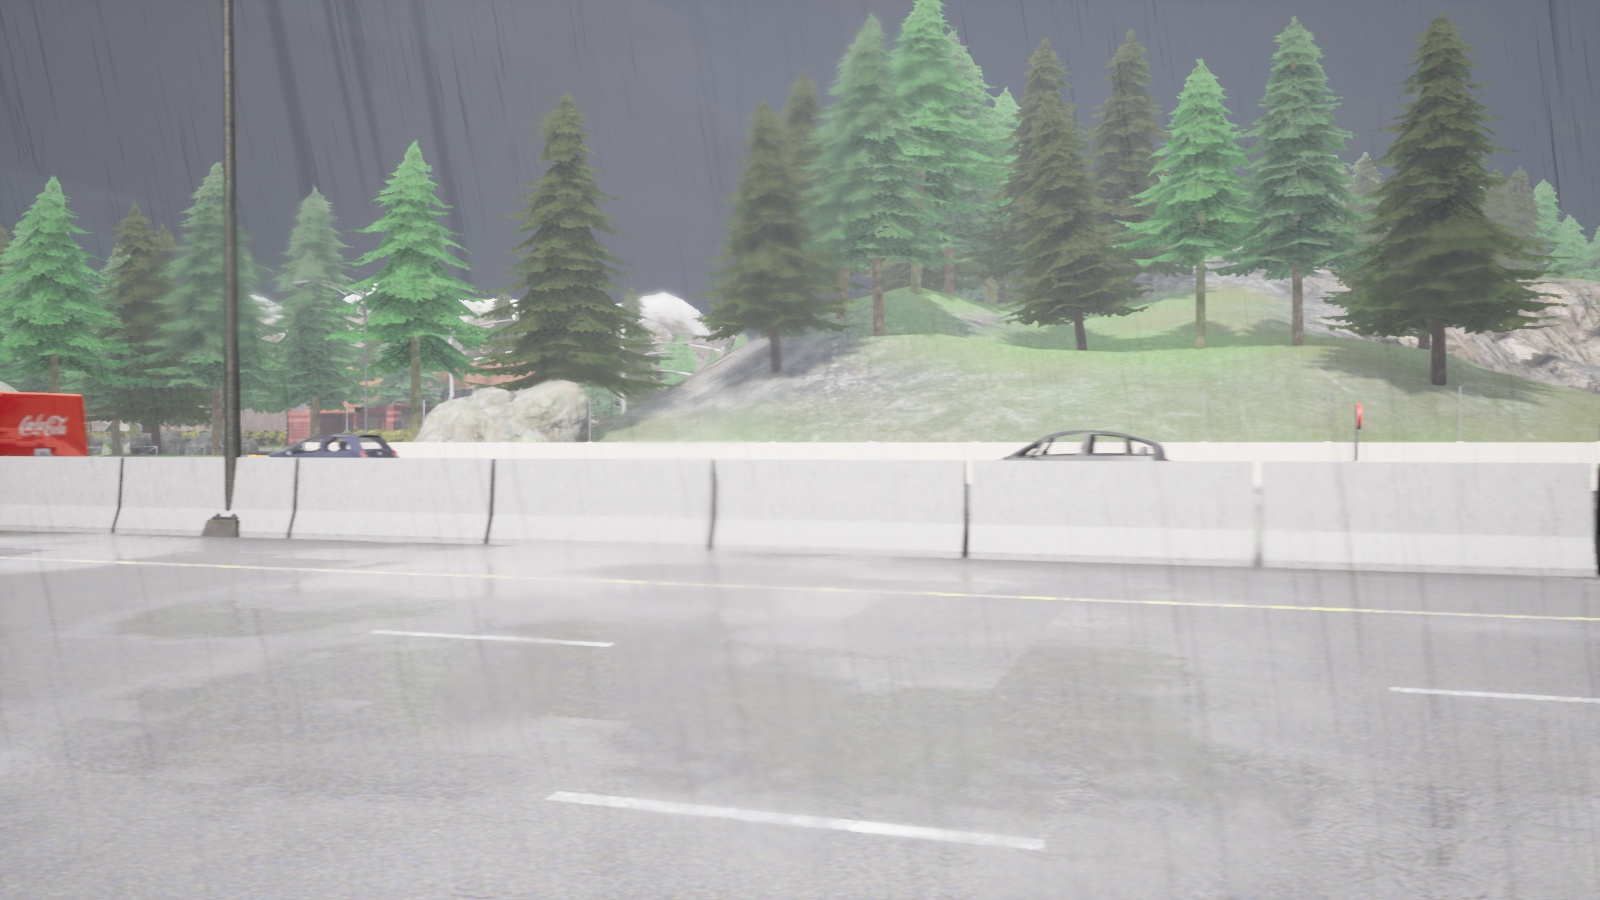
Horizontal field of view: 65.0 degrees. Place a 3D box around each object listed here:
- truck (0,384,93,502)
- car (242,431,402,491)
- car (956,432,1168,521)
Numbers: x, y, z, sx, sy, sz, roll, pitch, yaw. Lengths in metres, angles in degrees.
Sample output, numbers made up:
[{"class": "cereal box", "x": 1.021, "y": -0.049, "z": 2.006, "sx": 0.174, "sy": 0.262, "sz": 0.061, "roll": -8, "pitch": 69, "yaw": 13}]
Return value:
[{"class": "truck", "x": -18.901, "y": -0.180, "z": 28.007, "sx": 5.204, "sy": 2.467, "sz": 2.627, "roll": 1, "pitch": 1, "yaw": 19}, {"class": "car", "x": -12.651, "y": 0.260, "z": 33.297, "sx": 3.633, "sy": 1.501, "sz": 1.845, "roll": 1, "pitch": 1, "yaw": 19}, {"class": "car", "x": 4.958, "y": 0.445, "z": 23.680, "sx": 3.705, "sy": 1.549, "sz": 1.789, "roll": 1, "pitch": 1, "yaw": 19}]
